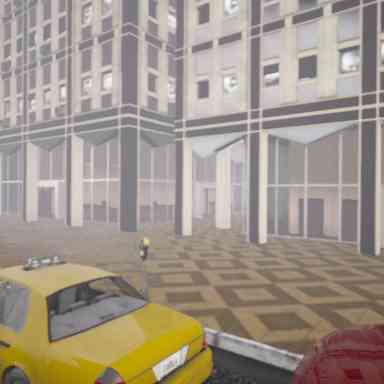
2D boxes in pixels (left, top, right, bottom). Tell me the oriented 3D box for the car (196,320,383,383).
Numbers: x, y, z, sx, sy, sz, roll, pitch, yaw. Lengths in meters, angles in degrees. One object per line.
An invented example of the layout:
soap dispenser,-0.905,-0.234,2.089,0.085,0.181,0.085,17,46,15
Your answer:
car,2.705,1.326,0.941,5.009,1.841,2.192,0,0,36

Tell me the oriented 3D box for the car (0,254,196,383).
car,-2.073,1.500,4.350,4.829,1.417,1.752,0,0,36
